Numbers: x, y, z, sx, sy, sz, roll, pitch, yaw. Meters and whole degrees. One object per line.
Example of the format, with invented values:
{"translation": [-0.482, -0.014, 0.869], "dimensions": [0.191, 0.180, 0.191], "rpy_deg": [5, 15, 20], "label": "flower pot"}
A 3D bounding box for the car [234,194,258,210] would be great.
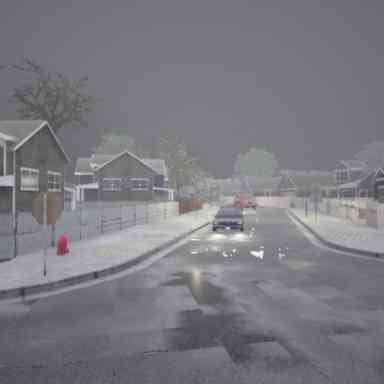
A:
{"translation": [7.202, 1.337, 45.148], "dimensions": [2.150, 2.045, 5.566], "rpy_deg": [1, 0, -5], "label": "car"}

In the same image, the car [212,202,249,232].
{"translation": [2.346, 1.589, 20.651], "dimensions": [2.033, 1.411, 5.357], "rpy_deg": [0, 0, 9], "label": "car"}

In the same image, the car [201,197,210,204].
{"translation": [2.495, 1.794, 71.418], "dimensions": [1.994, 1.385, 4.181], "rpy_deg": [0, -1, -11], "label": "car"}
